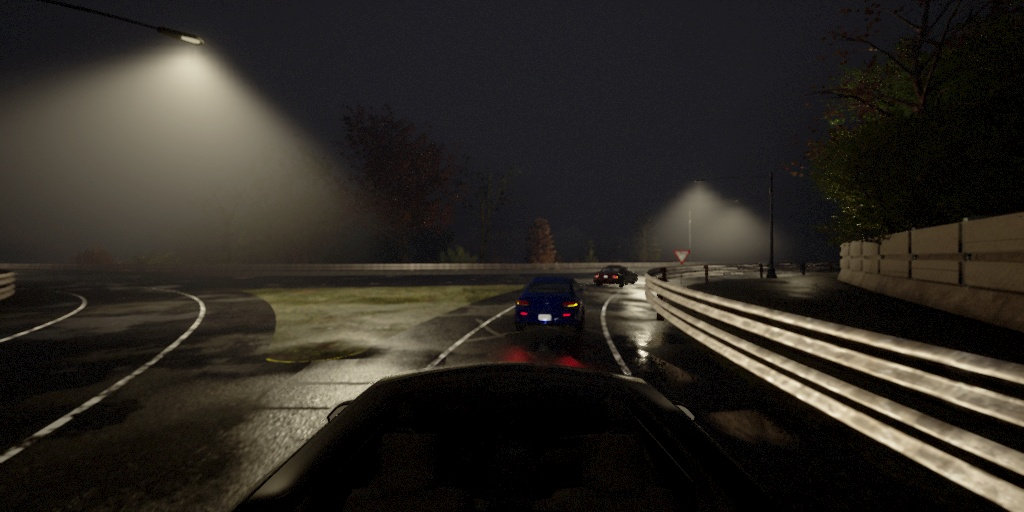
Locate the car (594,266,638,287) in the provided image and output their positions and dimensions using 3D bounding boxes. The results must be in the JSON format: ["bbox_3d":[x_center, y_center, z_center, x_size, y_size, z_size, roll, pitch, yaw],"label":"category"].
[{"bbox_3d":[7.480,1.419,25.664,2.033,1.411,5.357,0,0,32],"label":"car"}]

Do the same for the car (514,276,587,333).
[{"bbox_3d":[1.274,1.321,10.925,1.812,1.442,4.674,0,0,12],"label":"car"}]
